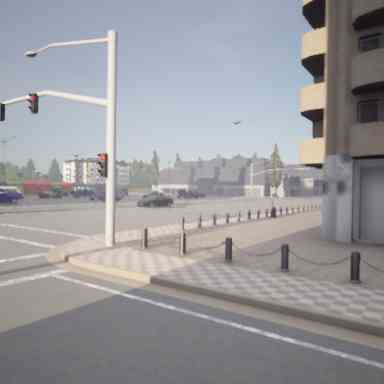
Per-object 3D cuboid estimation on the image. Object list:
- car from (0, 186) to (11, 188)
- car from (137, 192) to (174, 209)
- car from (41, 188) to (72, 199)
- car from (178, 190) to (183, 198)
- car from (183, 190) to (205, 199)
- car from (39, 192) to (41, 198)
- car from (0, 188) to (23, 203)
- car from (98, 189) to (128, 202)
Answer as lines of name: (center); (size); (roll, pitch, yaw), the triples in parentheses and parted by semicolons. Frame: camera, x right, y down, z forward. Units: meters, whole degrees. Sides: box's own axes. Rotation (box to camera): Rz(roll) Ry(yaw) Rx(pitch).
car: (-31.901, 0.163, 52.612); (1.932, 1.855, 4.605); (1, 1, 36)
car: (-4.140, 1.060, 37.990); (1.882, 1.535, 5.008); (1, 1, 35)
car: (-27.646, 0.060, 68.089); (1.932, 1.855, 4.605); (1, 1, 36)
car: (-1.489, 0.425, 70.955); (1.905, 1.878, 3.866); (1, 1, 36)
car: (0.833, 0.476, 69.227); (1.932, 1.855, 4.605); (1, 1, 36)
car: (-29.966, 0.217, 69.829); (1.784, 1.438, 3.905); (1, 1, 36)
car: (-27.341, 0.508, 49.408); (1.970, 1.475, 3.806); (1, 1, 36)
car: (-13.860, 0.615, 58.330); (1.970, 1.475, 3.806); (1, 1, 36)
